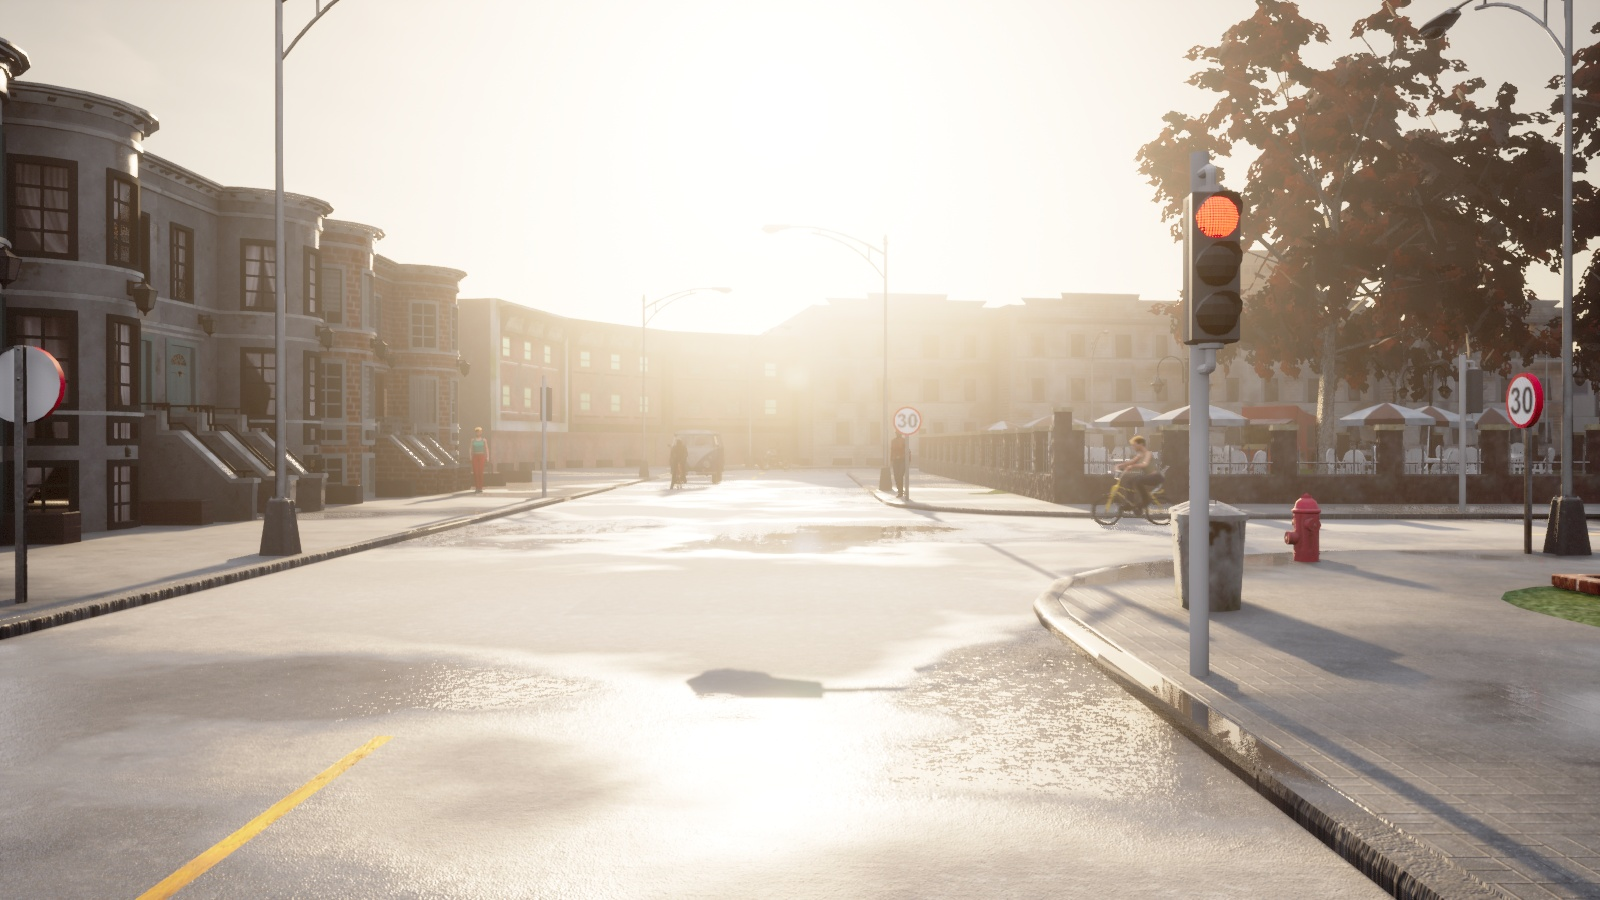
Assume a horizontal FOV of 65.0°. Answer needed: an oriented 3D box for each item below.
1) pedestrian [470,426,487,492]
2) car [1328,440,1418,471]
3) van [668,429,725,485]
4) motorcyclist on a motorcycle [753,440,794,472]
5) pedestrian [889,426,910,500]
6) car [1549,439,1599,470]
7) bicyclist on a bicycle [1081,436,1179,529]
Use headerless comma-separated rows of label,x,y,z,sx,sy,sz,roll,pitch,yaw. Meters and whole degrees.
pedestrian,-8.969,0.251,35.027,0.345,1.836,0.594,0,0,-4
car,30.766,0.288,67.517,3.988,1.617,1.851,0,0,0
van,-3.846,0.227,47.135,1.775,1.987,4.442,0,1,0
motorcyclist on a motorcycle,-1.414,0.317,67.408,0.766,1.649,2.350,2,2,41
pedestrian,2.511,0.326,31.757,0.331,1.846,0.636,0,0,23
car,45.535,0.238,71.492,4.553,1.767,2.097,0,0,0
bicyclist on a bicycle,5.858,0.562,22.333,1.509,1.612,0.866,0,1,-1
